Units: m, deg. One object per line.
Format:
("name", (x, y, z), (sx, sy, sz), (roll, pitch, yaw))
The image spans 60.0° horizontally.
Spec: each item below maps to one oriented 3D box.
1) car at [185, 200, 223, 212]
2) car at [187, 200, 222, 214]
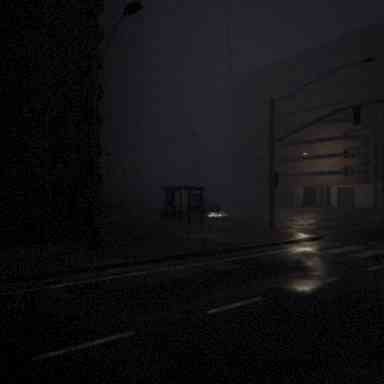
("car", (1.518, 1.736, 43.065), (2.033, 1.411, 5.357), (0, 0, -36))
("car", (1.275, 1.735, 37.518), (1.994, 1.385, 4.181), (0, 0, -37))
